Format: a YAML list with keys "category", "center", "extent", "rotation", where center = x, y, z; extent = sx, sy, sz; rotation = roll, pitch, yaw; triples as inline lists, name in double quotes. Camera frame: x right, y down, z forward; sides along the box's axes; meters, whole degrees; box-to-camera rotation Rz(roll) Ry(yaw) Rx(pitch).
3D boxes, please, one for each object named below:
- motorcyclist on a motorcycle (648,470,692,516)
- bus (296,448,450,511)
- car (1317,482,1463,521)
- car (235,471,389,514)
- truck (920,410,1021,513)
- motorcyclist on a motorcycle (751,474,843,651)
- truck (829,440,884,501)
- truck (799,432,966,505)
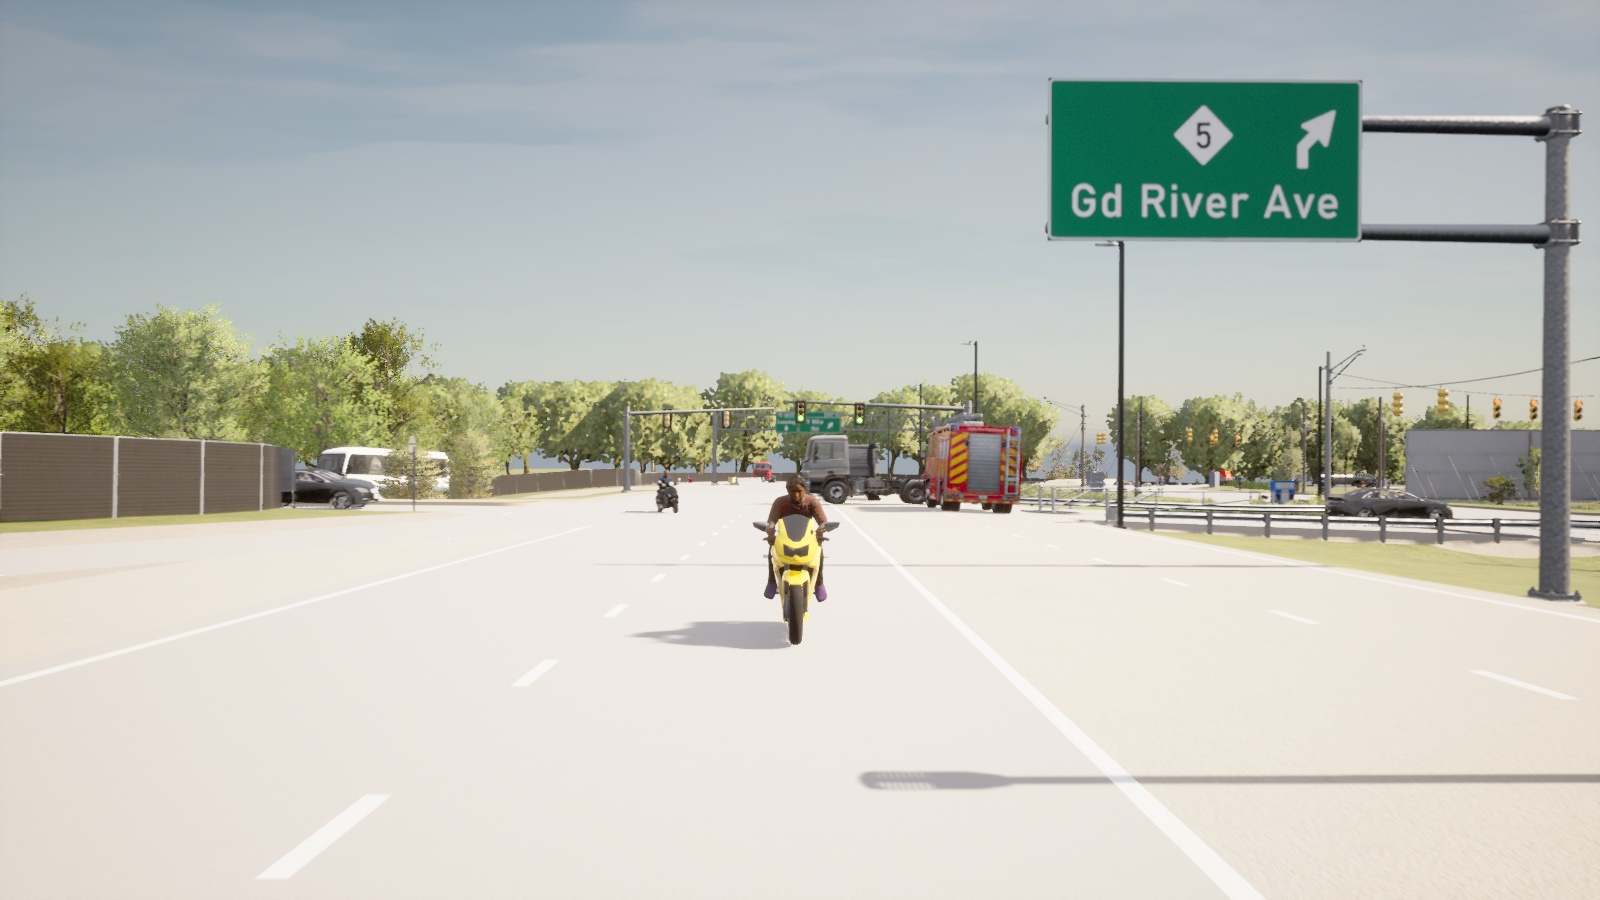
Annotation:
- category: "motorcyclist on a motorcycle"
  center: [-4.753, 1.542, 45.680]
  extent: [0.866, 1.590, 1.817]
  rotation: [-2, 0, -30]
- category: "bus"
  center: [-30.600, 2.257, 90.633]
  extent: [3.944, 4.253, 10.273]
  rotation: [-2, -3, 33]
- category: "car"
  center: [23.671, 2.056, 50.512]
  extent: [4.902, 1.511, 2.128]
  rotation: [0, -1, -2]
- category: "car"
  center: [-18.109, 1.557, 46.736]
  extent: [4.902, 1.511, 2.128]
  rotation: [0, 0, -1]
- category: "truck"
  center: [6.902, 0.539, 52.101]
  extent: [2.891, 3.827, 8.468]
  rotation: [2, -1, 0]
- category: "motorcyclist on a motorcycle"
  center: [-0.029, 0.991, 11.892]
  extent: [0.797, 1.523, 2.044]
  rotation: [0, -1, 0]
- category: "truck"
  center: [3.316, 1.230, 75.798]
  extent: [2.891, 3.462, 7.936]
  rotation: [0, -1, 0]
- category: "truck"
  center: [3.969, 0.917, 61.685]
  extent: [7.936, 3.462, 2.891]
  rotation: [0, -1, -2]
